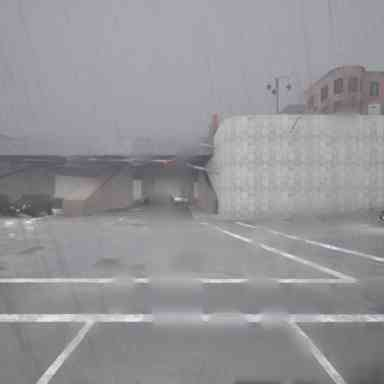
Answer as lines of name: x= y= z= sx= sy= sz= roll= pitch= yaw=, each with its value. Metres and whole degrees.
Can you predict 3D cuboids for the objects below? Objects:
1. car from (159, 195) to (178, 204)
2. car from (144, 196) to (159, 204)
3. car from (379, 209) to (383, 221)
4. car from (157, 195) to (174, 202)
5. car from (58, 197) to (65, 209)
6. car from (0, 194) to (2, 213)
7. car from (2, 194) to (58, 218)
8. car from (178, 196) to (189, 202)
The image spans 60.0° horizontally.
car: x=-4.591 y=1.491 z=65.168 sx=2.128 sy=1.511 sz=4.902 roll=0 pitch=0 yaw=4
car: x=-8.112 y=1.547 z=65.004 sx=2.033 sy=1.411 sz=5.357 roll=0 pitch=0 yaw=4
car: x=12.783 y=0.873 z=18.231 sx=4.674 sy=1.442 sz=1.812 roll=-7 pitch=0 yaw=-1
car: x=-5.967 y=1.500 z=75.436 sx=1.837 sy=1.490 sz=4.892 roll=0 pitch=0 yaw=24
car: x=-18.690 y=1.493 z=46.173 sx=2.128 sy=1.511 sz=4.902 roll=0 pitch=0 yaw=-1
car: x=-18.222 y=1.220 z=29.401 sx=2.150 sy=2.045 sz=5.566 roll=0 pitch=0 yaw=-2
car: x=-14.766 y=1.221 z=30.791 sx=2.150 sy=2.045 sz=5.566 roll=0 pitch=0 yaw=-2
car: x=-2.287 y=1.524 z=75.182 sx=1.812 sy=1.442 sz=4.674 roll=0 pitch=0 yaw=28
